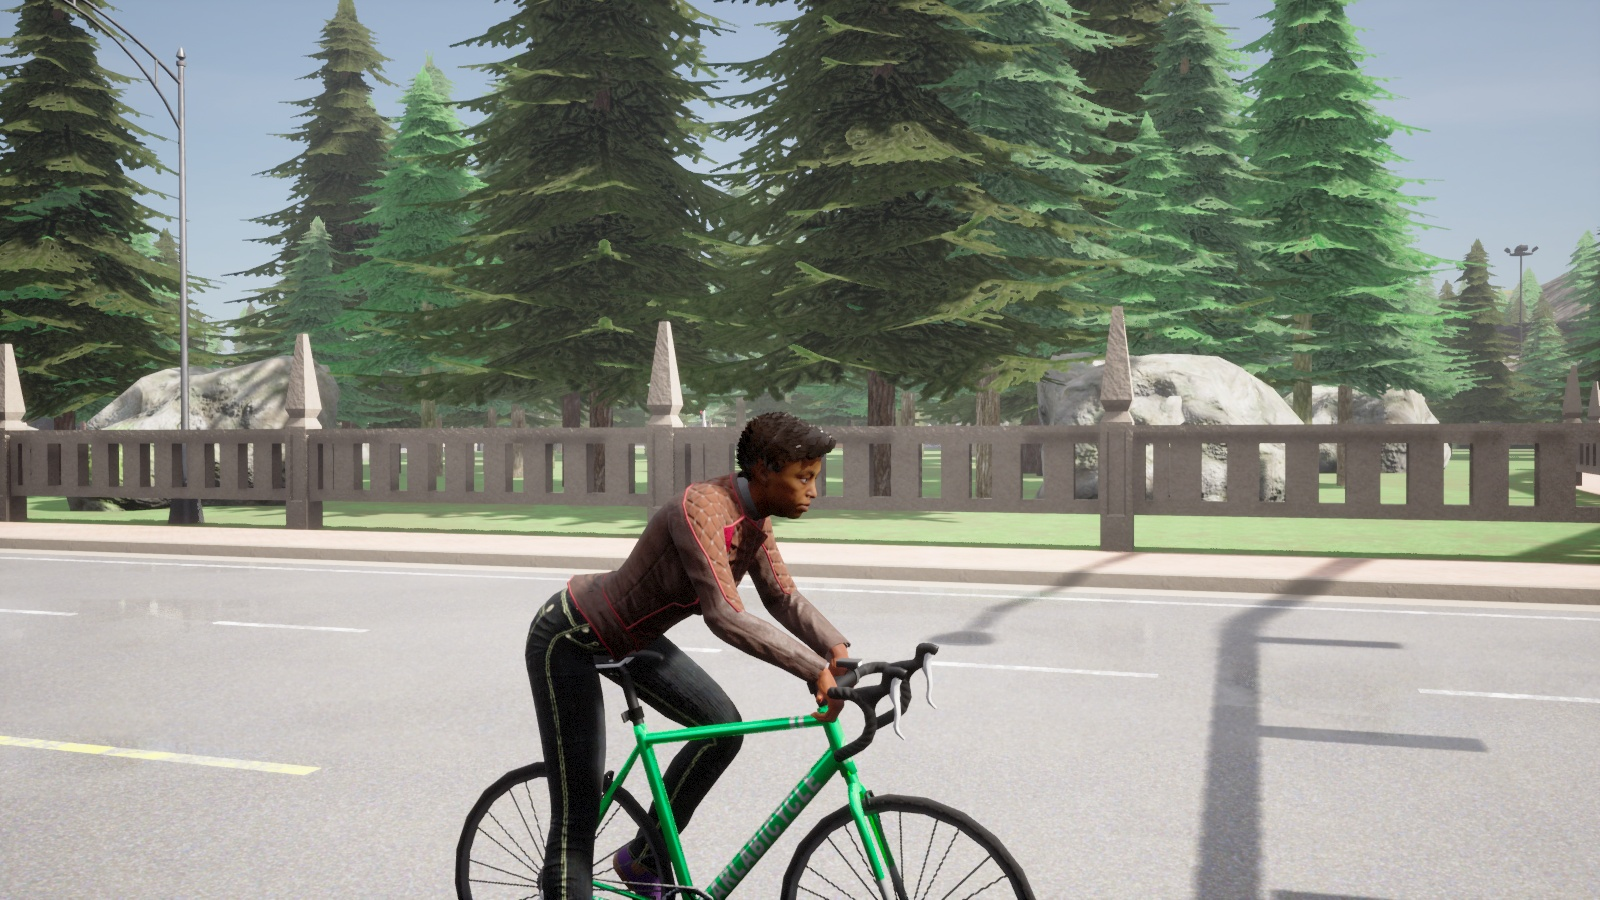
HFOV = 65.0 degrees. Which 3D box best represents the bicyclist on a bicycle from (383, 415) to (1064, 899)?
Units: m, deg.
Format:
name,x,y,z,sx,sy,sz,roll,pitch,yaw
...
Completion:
name,x,y,z,sx,sy,sz,roll,pitch,yaw
bicyclist on a bicycle,-0.200,0.726,3.259,1.656,1.620,0.582,1,1,19
